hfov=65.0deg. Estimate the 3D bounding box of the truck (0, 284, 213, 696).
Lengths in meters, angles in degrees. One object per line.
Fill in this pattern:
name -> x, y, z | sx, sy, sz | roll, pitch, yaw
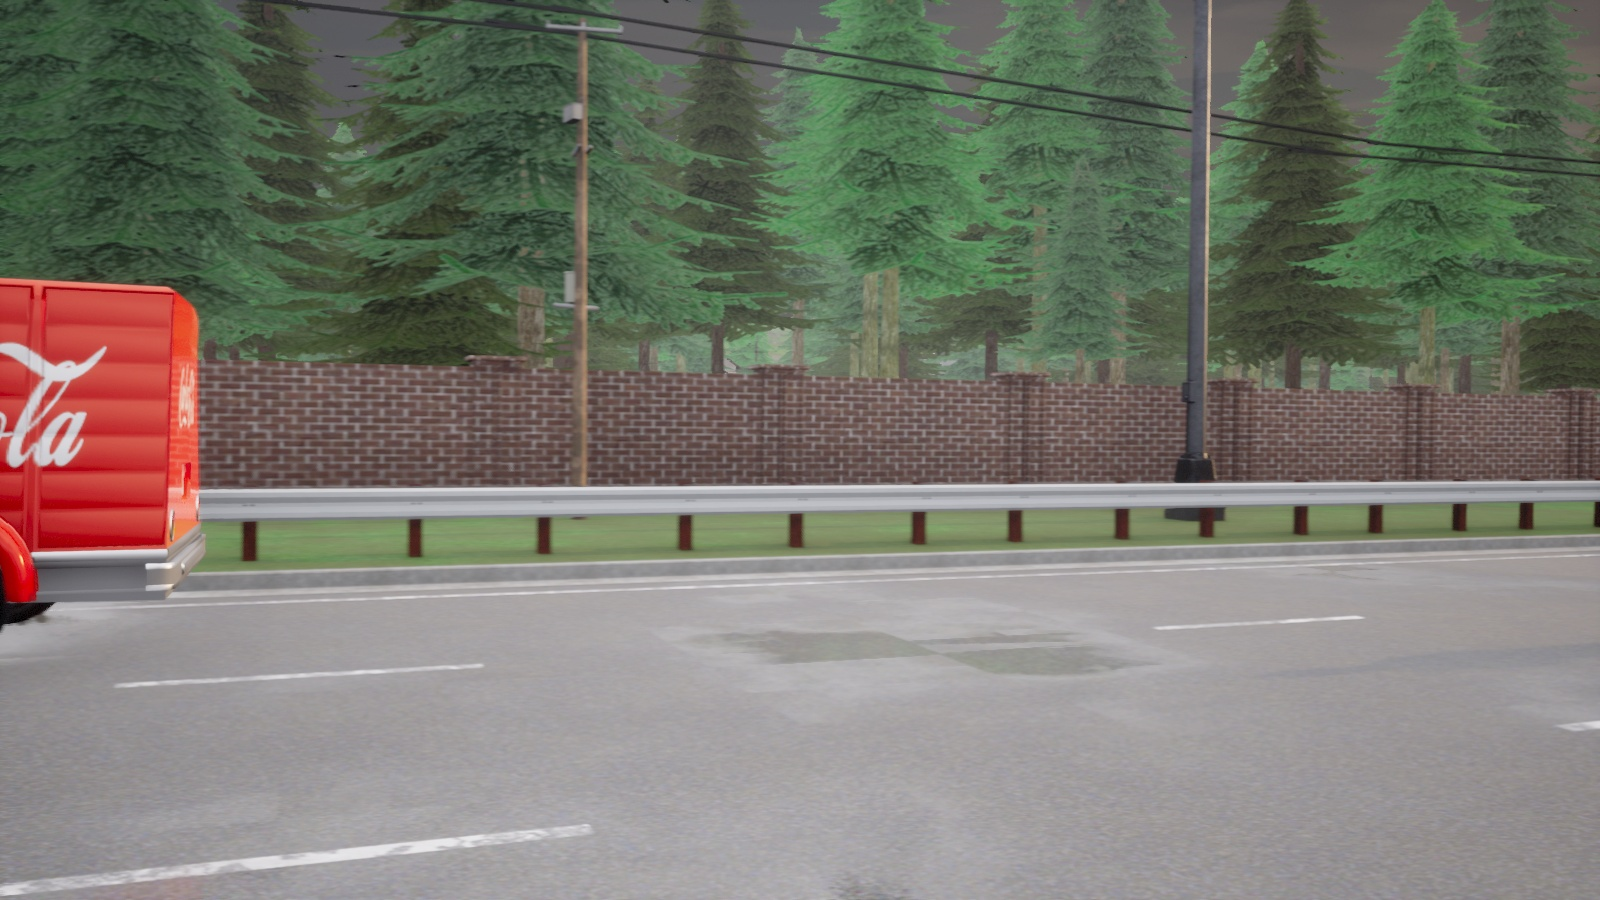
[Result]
truck -> -6.797, 0.252, 8.140 | 5.204, 2.467, 2.627 | -1, 1, -21
